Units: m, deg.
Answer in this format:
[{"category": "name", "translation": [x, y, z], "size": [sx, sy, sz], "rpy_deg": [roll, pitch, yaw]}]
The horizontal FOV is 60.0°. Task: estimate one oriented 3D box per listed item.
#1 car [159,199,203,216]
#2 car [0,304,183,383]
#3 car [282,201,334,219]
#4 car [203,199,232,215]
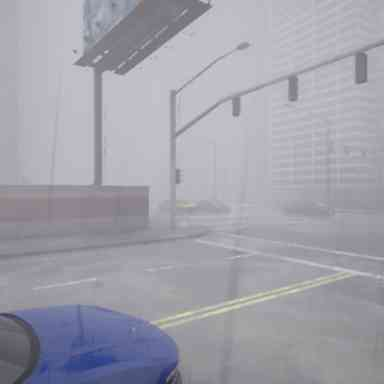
[{"category": "car", "translation": [-1.427, 1.434, 32.868], "size": [1.882, 1.535, 5.008], "rpy_deg": [0, 0, -35]}, {"category": "car", "translation": [-2.360, 1.480, 2.114], "size": [5.008, 1.535, 1.882], "rpy_deg": [0, 0, -35]}, {"category": "car", "translation": [10.010, 1.465, 28.930], "size": [1.812, 1.442, 4.674], "rpy_deg": [0, 0, -31]}, {"category": "car", "translation": [2.039, 1.475, 34.028], "size": [1.812, 1.442, 4.674], "rpy_deg": [0, 1, -35]}]
